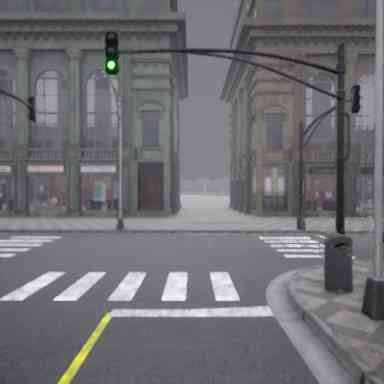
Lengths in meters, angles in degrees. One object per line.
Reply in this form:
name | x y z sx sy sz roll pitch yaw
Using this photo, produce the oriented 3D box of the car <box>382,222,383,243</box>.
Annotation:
car | 9.940 1.530 12.695 5.008 1.535 1.882 0 1 0
